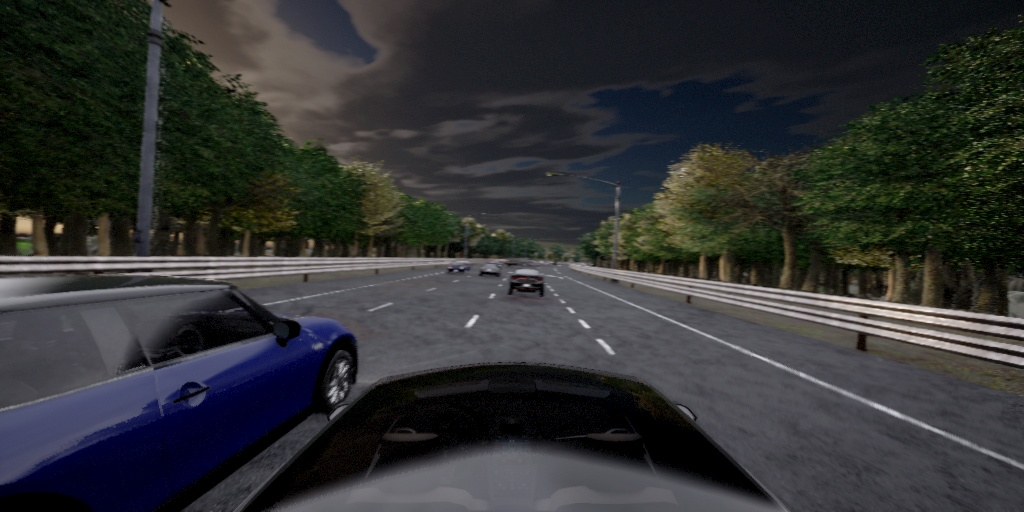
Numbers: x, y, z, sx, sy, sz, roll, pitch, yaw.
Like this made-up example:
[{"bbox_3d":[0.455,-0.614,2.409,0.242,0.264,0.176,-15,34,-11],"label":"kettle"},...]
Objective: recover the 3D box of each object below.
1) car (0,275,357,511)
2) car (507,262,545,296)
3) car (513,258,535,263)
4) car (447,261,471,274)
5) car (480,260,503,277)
[{"bbox_3d":[-3.122,0.939,2.965,2.097,1.767,4.553,3,0,1],"label":"car"},{"bbox_3d":[0.826,1.376,20.915,1.882,1.535,5.008,3,0,1],"label":"car"},{"bbox_3d":[1.705,1.321,48.942,2.150,2.045,5.566,3,0,3],"label":"car"},{"bbox_3d":[-5.693,1.246,39.085,1.895,1.301,4.718,3,0,2],"label":"car"},{"bbox_3d":[-2.222,1.390,37.975,1.994,1.385,4.181,3,0,2],"label":"car"}]
